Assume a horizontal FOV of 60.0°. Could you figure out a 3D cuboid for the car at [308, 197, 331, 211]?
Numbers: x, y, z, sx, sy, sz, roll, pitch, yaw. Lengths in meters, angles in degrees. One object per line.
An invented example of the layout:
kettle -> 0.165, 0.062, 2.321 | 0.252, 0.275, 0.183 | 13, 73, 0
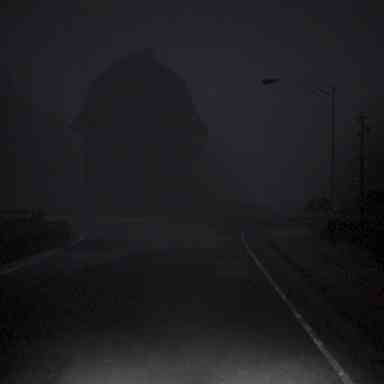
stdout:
car -> 14.238, 1.283, 37.007 | 2.128, 1.511, 4.902 | 1, 1, 31
